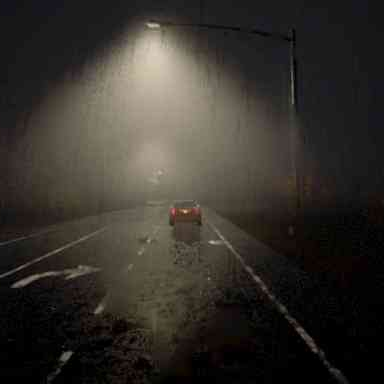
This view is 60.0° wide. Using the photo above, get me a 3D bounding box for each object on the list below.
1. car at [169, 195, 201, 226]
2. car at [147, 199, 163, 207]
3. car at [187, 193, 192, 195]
[{"bbox_3d":[-0.496,1.365,24.004,2.097,1.767,4.553,-1,0,-1],"label":"car"},{"bbox_3d":[-6.056,1.722,54.150,1.895,1.301,4.718,-1,0,5],"label":"car"},{"bbox_3d":[-1.785,1.495,77.740,2.128,1.511,4.902,-1,0,-1],"label":"car"}]
